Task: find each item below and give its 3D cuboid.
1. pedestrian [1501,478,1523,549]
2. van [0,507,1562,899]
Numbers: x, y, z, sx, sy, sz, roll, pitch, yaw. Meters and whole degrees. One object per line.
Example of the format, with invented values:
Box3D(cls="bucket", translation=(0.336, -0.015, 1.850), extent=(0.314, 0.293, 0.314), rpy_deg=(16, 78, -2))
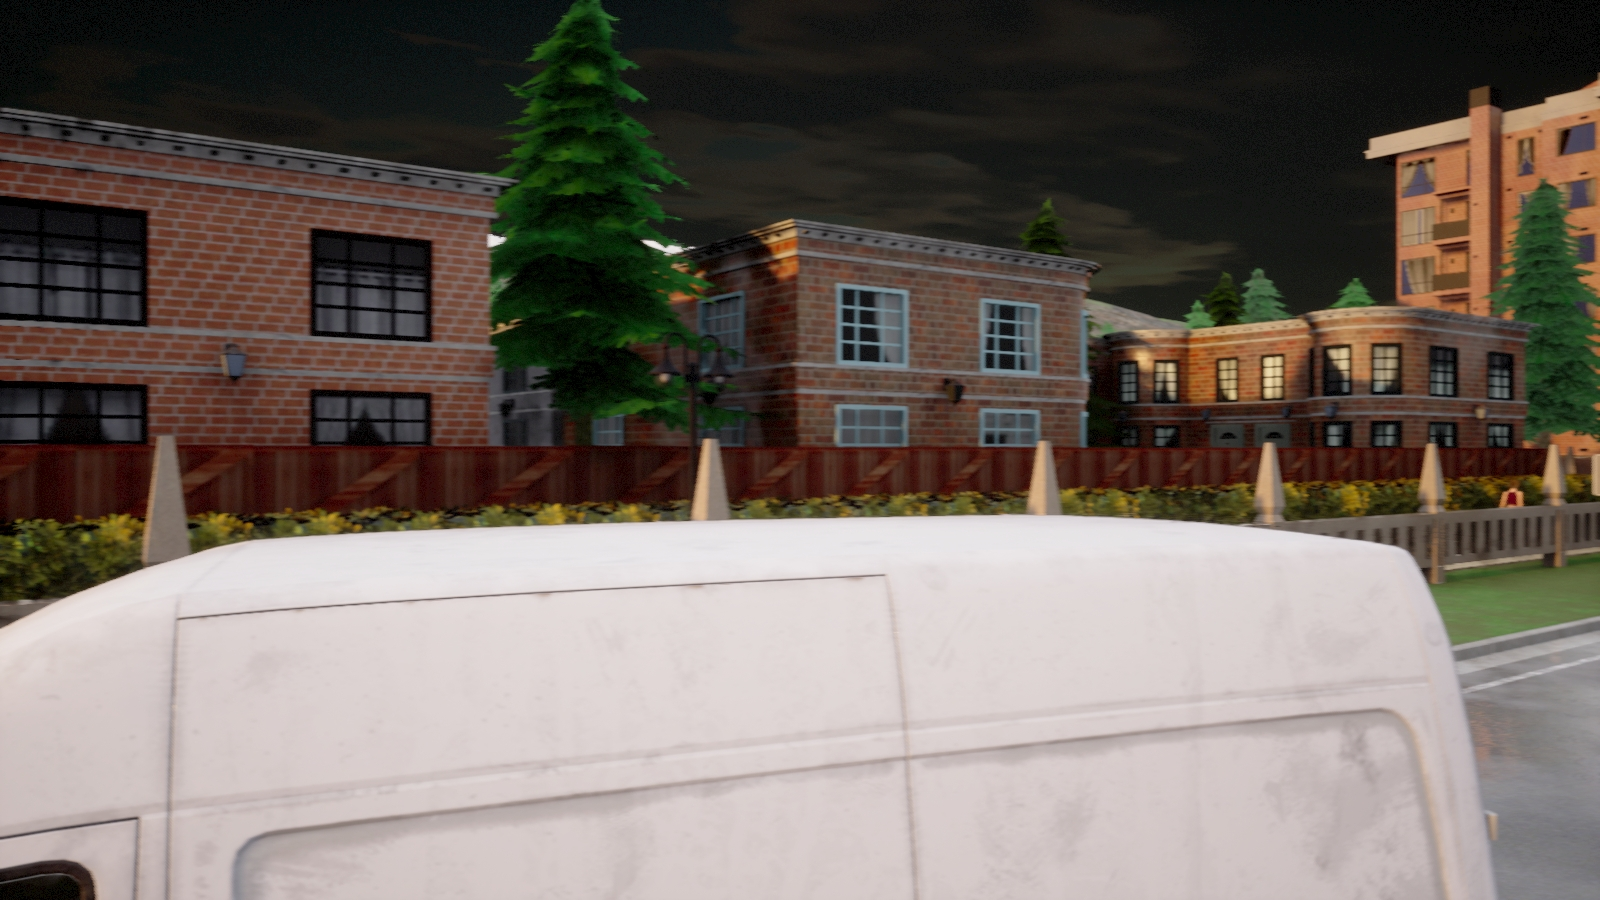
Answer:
Box3D(cls="pedestrian", translation=(19.024, 1.692, 30.524), extent=(0.375, 1.860, 0.375), rpy_deg=(0, 0, -35))
Box3D(cls="van", translation=(-0.977, 1.532, 3.112), extent=(5.915, 2.561, 1.988), rpy_deg=(0, 0, -20))
